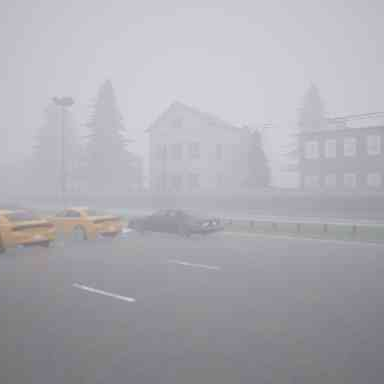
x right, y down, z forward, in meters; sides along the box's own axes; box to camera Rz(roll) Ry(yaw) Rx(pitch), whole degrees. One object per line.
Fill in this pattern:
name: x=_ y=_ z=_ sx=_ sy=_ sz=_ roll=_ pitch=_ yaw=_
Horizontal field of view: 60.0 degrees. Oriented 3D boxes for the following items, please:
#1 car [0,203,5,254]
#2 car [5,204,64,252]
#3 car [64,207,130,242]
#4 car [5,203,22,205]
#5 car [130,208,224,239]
car: x=-7.863 y=1.230 z=9.521 sx=5.566 sy=2.045 sz=2.150 roll=0 pitch=0 yaw=36
car: x=-7.683 y=1.486 z=13.718 sx=5.008 sy=1.535 sz=1.882 roll=0 pitch=0 yaw=36
car: x=-5.644 y=1.485 z=16.563 sx=5.008 sy=1.535 sz=1.882 roll=0 pitch=0 yaw=36
car: x=-15.087 y=1.581 z=27.591 sx=4.181 sy=1.385 sz=1.994 roll=0 pitch=0 yaw=36
car: x=-0.955 y=1.553 z=17.482 sx=5.357 sy=1.411 sz=2.033 roll=0 pitch=0 yaw=36
